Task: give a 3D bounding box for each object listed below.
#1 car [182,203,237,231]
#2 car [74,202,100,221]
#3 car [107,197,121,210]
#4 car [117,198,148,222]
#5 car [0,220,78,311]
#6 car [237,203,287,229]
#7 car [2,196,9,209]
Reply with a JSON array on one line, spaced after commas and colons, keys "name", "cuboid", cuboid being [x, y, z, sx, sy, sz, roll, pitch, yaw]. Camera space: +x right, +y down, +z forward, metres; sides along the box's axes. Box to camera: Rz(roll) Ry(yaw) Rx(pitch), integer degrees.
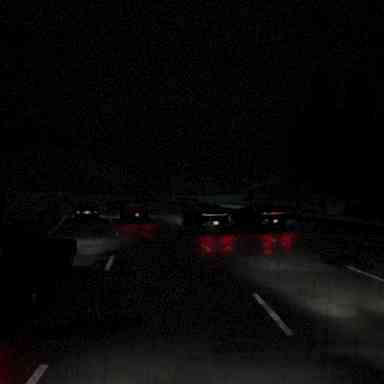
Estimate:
[{"name": "car", "cuboid": [0.691, 1.420, 20.038, 2.128, 1.511, 4.902, 0, 0, -14]}, {"name": "car", "cuboid": [-8.161, 1.480, 25.905, 2.033, 1.411, 5.357, 0, 0, -18]}, {"name": "car", "cuboid": [-9.285, 1.362, 40.659, 1.882, 1.535, 5.008, 0, 0, -18]}, {"name": "car", "cuboid": [-4.530, 1.449, 25.721, 1.812, 1.442, 4.674, 0, 0, -17]}, {"name": "car", "cuboid": [-4.045, 1.586, 7.548, 1.895, 1.301, 4.718, 0, 0, -6]}, {"name": "car", "cuboid": [4.059, 1.407, 20.852, 2.128, 1.511, 4.902, 0, 0, -14]}, {"name": "car", "cuboid": [-24.500, 1.275, 41.566, 2.097, 1.767, 4.553, 0, 0, -18]}]
